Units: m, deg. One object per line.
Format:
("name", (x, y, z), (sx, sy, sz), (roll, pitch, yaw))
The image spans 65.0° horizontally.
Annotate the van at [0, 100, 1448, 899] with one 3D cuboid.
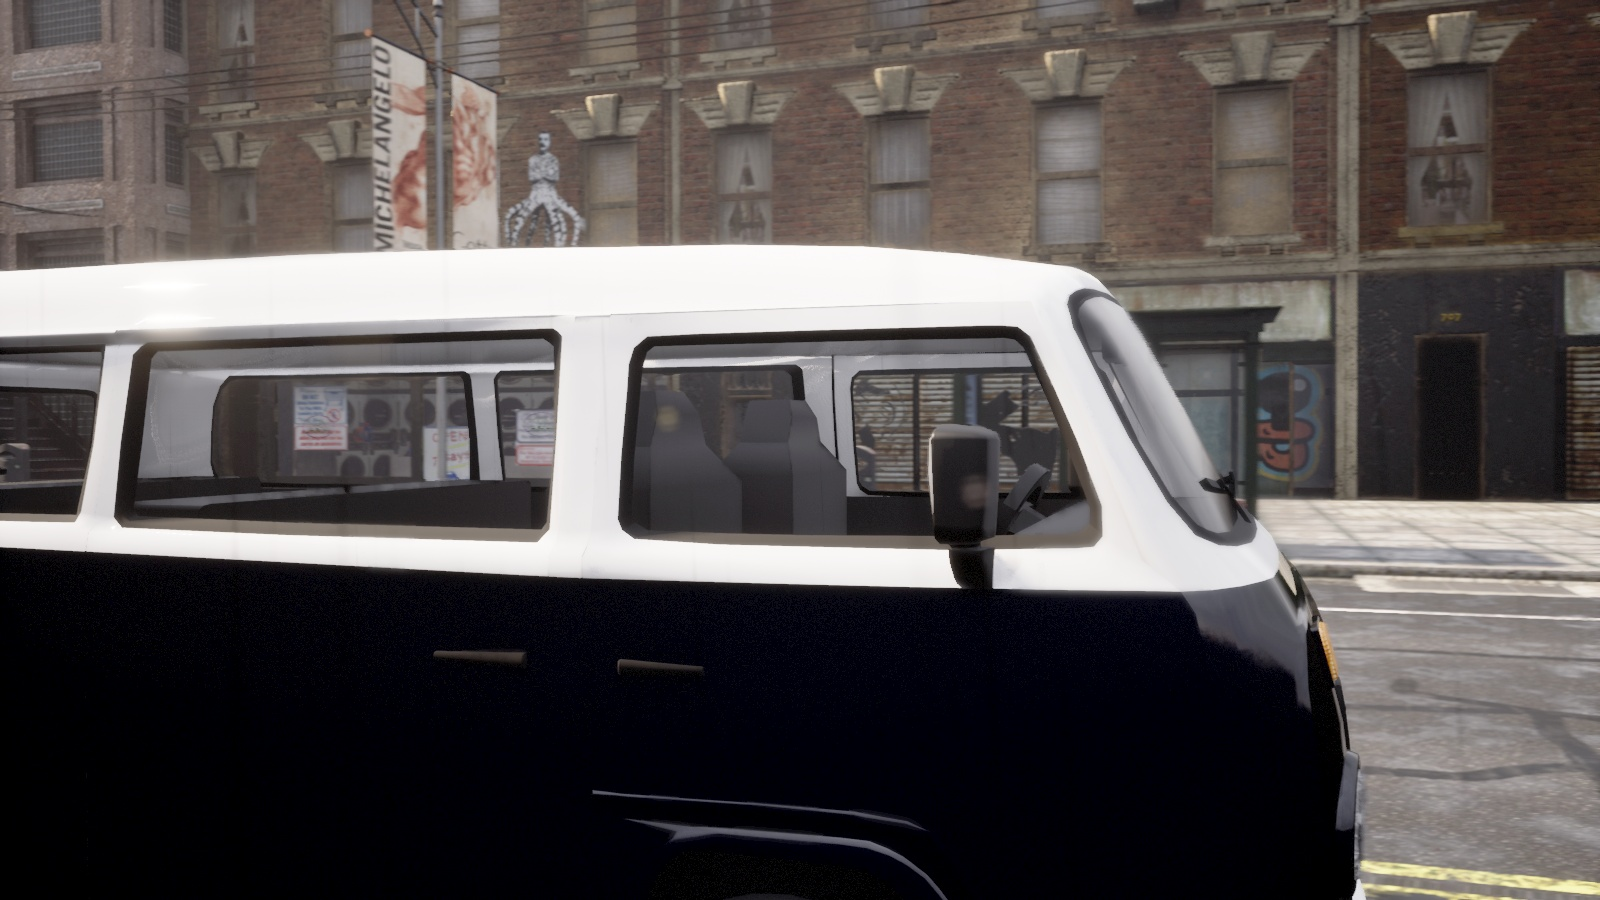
("van", (-0.881, 0.491, 3.486), (4.480, 2.038, 2.069), (1, 1, 19))
